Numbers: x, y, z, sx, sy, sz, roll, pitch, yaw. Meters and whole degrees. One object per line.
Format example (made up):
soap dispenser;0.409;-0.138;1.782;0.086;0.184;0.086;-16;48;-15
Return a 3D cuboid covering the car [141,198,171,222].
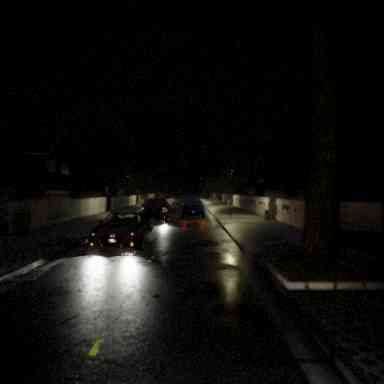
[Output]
car;-2.731;1.275;25.504;2.097;1.767;4.553;0;0;0

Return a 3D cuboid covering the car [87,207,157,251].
car;-2.808;1.520;13.685;1.994;1.385;4.181;0;0;0

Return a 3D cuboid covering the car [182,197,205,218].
car;0.110;1.392;29.034;1.882;1.535;5.008;0;1;0

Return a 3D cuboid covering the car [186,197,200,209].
car;0.120;1.407;43.461;1.812;1.442;4.674;0;0;0
